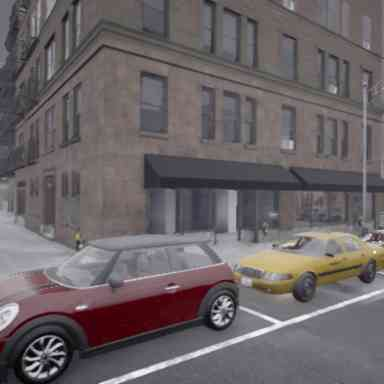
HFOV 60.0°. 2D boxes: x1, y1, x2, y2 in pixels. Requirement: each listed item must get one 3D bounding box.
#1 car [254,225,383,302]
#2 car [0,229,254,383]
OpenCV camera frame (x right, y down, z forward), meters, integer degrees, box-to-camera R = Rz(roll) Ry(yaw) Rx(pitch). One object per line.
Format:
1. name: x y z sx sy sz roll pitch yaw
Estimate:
1. car: 3.124 1.608 8.430 4.829 1.417 1.752 1 -1 -36
2. car: -1.223 1.466 5.317 4.097 1.590 1.967 1 0 -36
